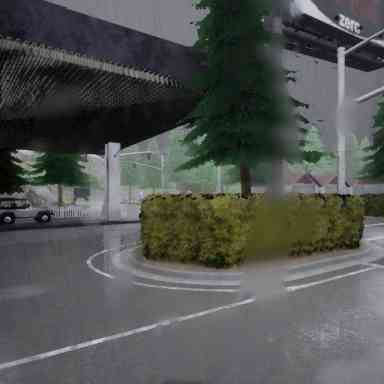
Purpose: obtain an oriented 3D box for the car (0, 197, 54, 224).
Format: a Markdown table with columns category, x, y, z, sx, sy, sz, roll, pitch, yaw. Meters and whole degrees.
| category | x | y | z | sx | sy | sz | roll | pitch | yaw |
| --- | --- | --- | --- | --- | --- | --- | --- | --- | --- |
| car | -11.964 | 1.313 | 23.481 | 3.866 | 1.878 | 1.905 | 0 | 0 | -36 |
